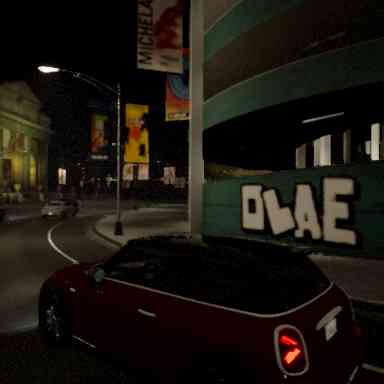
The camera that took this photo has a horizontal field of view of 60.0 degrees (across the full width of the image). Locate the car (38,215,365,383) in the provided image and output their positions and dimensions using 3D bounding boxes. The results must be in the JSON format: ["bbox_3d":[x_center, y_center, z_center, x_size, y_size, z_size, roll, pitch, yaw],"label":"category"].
[{"bbox_3d":[-0.246,1.361,4.648,4.553,1.767,2.097,0,0,40],"label":"car"}]

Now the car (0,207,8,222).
[{"bbox_3d":[-14.085,1.425,22.547,2.128,1.511,4.902,0,0,-13],"label":"car"}]

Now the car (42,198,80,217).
[{"bbox_3d":[-11.347,1.494,28.580,1.812,1.442,4.674,0,0,-4],"label":"car"}]

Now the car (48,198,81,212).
[{"bbox_3d":[-14.685,1.467,38.632,1.837,1.490,4.892,0,0,2],"label":"car"}]
